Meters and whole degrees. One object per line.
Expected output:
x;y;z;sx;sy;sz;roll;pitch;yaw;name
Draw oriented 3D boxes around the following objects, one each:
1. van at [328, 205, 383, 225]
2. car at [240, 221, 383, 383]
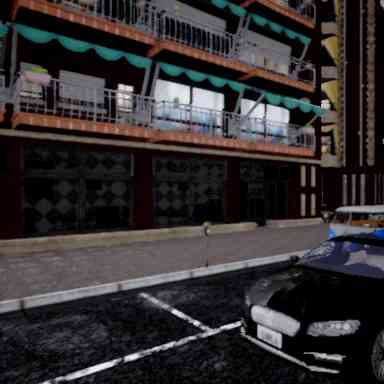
6.127;1.335;10.920;3.998;1.788;1.690;0;0;-35;van
2.935;1.488;5.469;4.902;1.511;2.128;0;0;-35;car
